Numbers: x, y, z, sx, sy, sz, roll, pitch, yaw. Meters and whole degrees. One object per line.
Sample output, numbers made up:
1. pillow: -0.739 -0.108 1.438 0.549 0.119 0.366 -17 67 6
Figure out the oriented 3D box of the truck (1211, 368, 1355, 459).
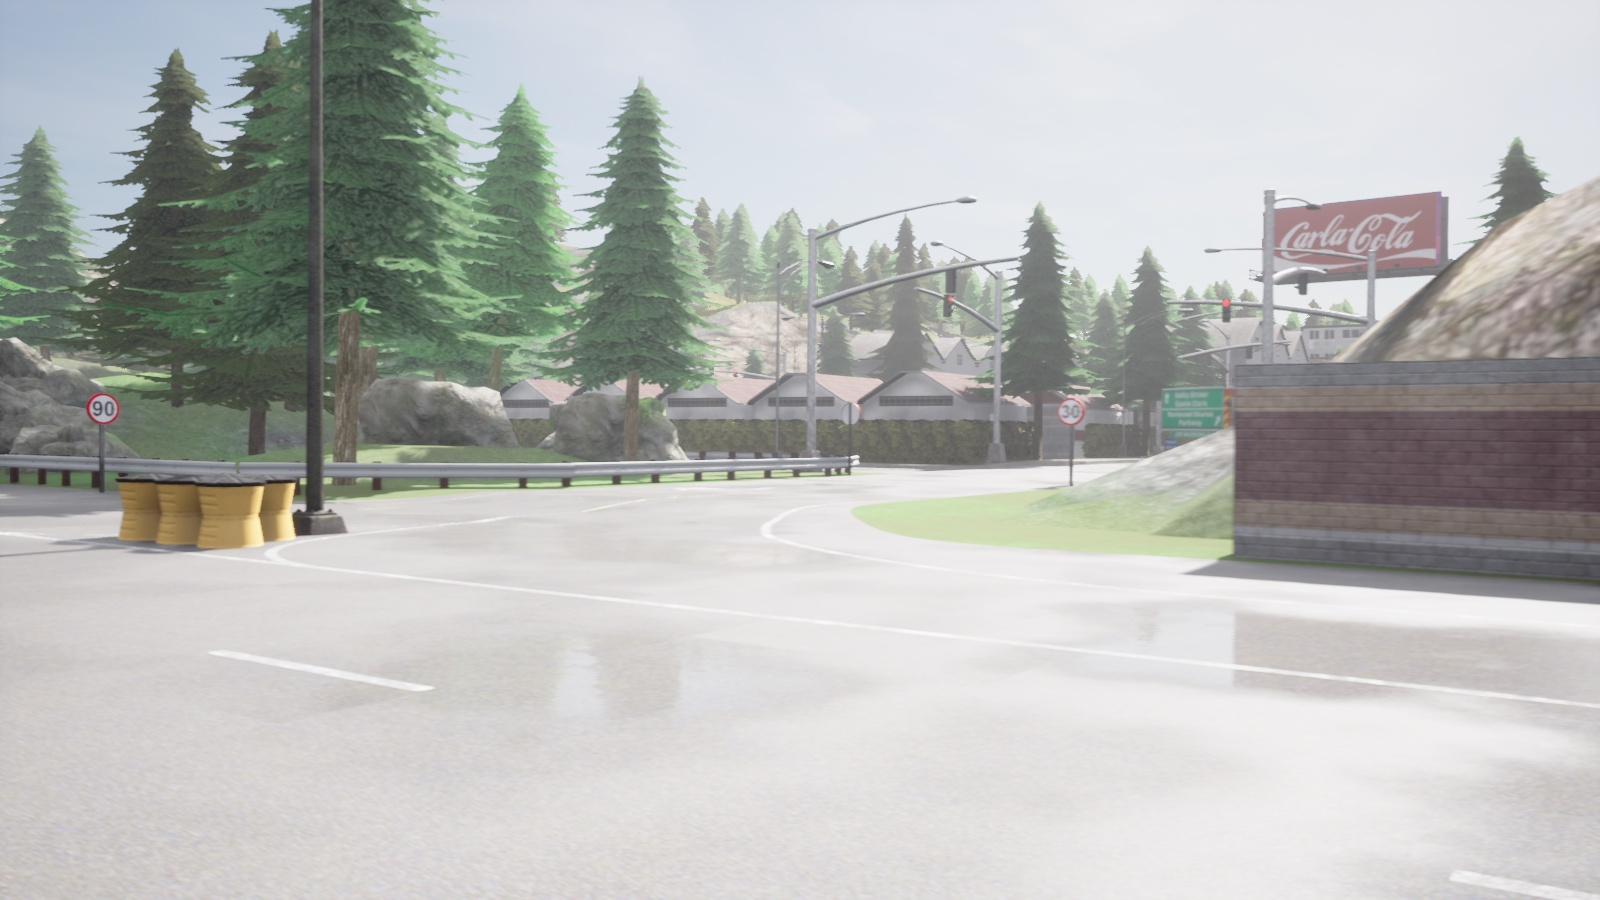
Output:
1. truck: 22.091 -1.552 57.134 2.891 3.827 8.468 1 1 45
